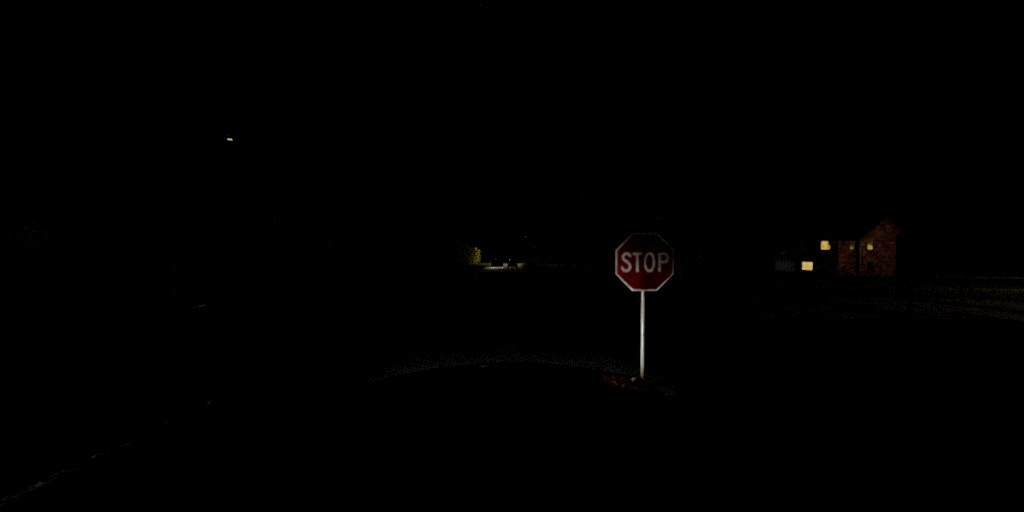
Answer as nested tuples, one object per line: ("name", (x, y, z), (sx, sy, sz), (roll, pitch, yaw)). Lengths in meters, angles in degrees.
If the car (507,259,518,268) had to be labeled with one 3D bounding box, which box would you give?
("car", (0.059, 1.321, 61.268), (2.033, 1.411, 5.357), (0, 0, 0))
